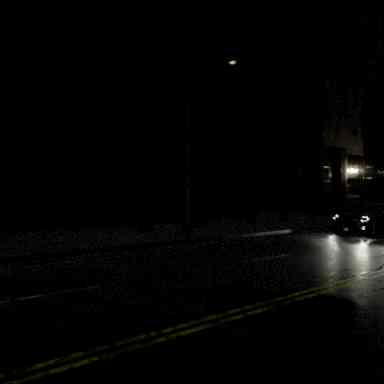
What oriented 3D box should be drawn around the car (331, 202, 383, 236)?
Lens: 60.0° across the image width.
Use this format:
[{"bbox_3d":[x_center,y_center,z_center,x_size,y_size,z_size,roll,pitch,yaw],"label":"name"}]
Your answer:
[{"bbox_3d":[9.885,1.385,18.722,4.553,1.767,2.097,0,0,-35],"label":"car"}]
